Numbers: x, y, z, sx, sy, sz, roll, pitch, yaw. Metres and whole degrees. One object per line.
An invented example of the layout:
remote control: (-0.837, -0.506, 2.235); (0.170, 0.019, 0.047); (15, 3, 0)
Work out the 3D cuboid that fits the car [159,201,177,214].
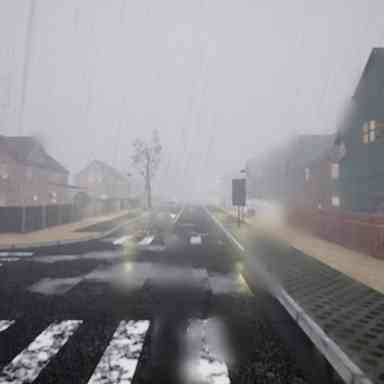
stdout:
car: (-2.770, 1.733, 38.894); (2.033, 1.411, 5.357); (0, 0, 0)
